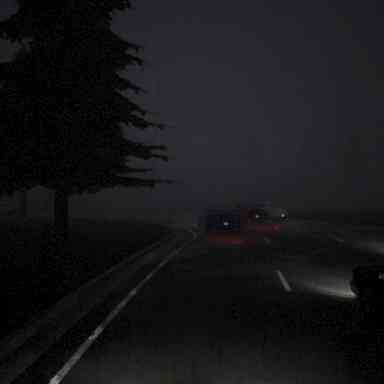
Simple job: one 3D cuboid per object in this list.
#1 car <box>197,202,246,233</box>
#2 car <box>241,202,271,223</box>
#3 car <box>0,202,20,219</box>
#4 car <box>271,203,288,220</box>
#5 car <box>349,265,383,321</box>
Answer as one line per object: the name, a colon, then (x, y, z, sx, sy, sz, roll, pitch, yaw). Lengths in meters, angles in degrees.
car: (1.496, 1.501, 19.929, 1.882, 1.535, 5.008, 1, 0, -7)
car: (3.378, 1.513, 25.163, 1.882, 1.535, 5.008, 1, 0, -26)
car: (-16.516, 1.492, 27.548, 4.674, 1.442, 1.812, 0, -1, -33)
car: (5.825, 1.572, 27.632, 1.812, 1.442, 4.674, 1, 0, -31)
car: (3.901, 1.565, 4.226, 2.033, 1.411, 5.357, 0, 0, 5)
